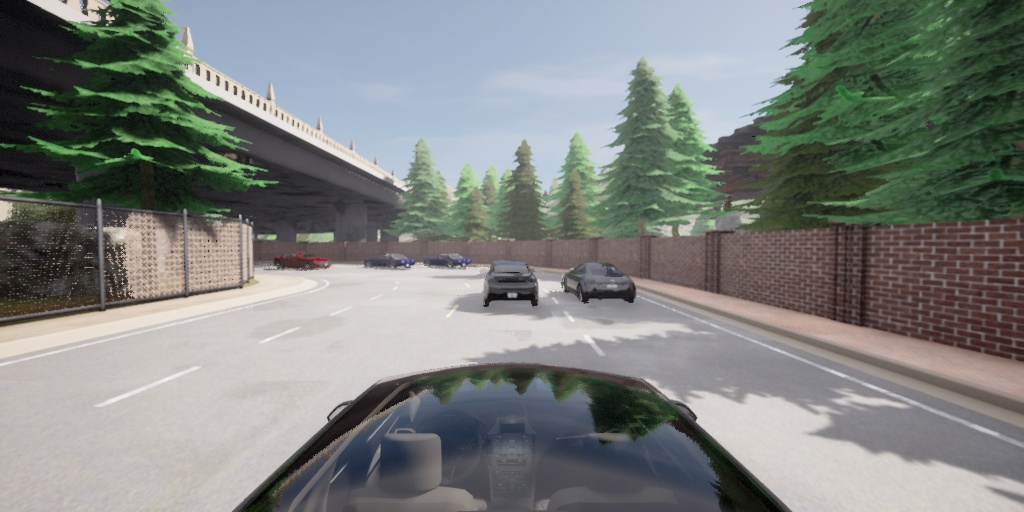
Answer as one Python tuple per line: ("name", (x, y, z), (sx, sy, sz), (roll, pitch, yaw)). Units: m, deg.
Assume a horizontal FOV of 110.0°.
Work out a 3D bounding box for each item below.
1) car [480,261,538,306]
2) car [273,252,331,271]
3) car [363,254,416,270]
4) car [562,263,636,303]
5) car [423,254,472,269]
("car", (-0.144, 0.914, 13.636), (1.837, 1.490, 4.892), (0, 2, -4))
("car", (-17.883, 0.416, 30.613), (5.008, 1.535, 1.882), (0, 1, 17))
("car", (-11.031, 0.491, 32.096), (4.718, 1.301, 1.895), (1, 2, 27))
("car", (3.314, 0.951, 14.330), (1.994, 1.385, 4.181), (0, 2, -4))
("car", (-6.095, 0.455, 33.240), (4.718, 1.301, 1.895), (1, 2, 35))
